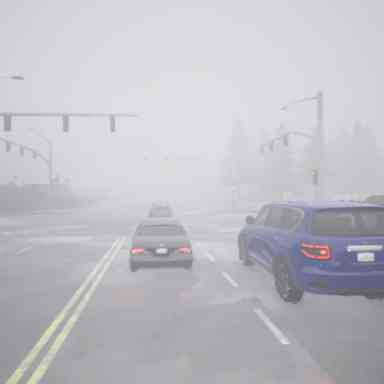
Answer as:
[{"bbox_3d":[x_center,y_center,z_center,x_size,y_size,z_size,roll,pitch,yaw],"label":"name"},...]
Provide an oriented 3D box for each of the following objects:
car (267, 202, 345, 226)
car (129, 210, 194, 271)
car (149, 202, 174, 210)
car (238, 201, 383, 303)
[{"bbox_3d":[8.013,1.476,23.501,5.008,1.535,1.882,0,-2,-16],"label":"car"},{"bbox_3d":[-1.029,1.561,11.031,2.033,1.411,5.357,0,0,-6],"label":"car"},{"bbox_3d":[-2.463,1.525,26.681,2.128,1.511,4.902,0,0,-4],"label":"car"},{"bbox_3d":[2.759,1.221,8.426,2.150,2.045,5.566,0,0,-5],"label":"car"}]
